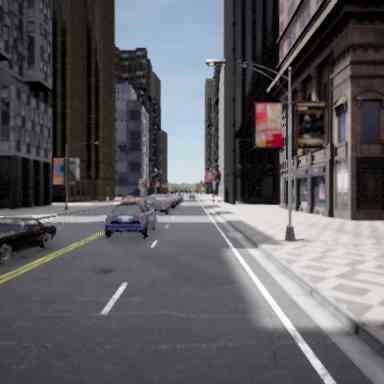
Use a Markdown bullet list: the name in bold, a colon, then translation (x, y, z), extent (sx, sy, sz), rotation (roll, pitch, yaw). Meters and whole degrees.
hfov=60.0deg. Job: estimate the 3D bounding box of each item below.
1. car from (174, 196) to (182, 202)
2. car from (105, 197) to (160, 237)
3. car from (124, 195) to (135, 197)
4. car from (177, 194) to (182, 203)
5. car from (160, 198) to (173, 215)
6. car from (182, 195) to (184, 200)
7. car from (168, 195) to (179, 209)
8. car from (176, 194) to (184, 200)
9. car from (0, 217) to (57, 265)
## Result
- **car**: translation (-3.252, 1.558, 77.866), extent (1.895, 1.301, 4.718), rotation (0, 0, 0)
- **car**: translation (-3.149, 1.332, 17.854), extent (2.097, 1.767, 4.553), rotation (0, 0, 0)
- **car**: translation (-9.819, 1.320, 51.534), extent (2.097, 1.767, 4.553), rotation (0, 0, 0)
- **car**: translation (-3.252, 1.470, 55.866), extent (2.163, 1.488, 4.792), rotation (0, 0, 0)
- **car**: translation (-3.251, 1.574, 33.865), extent (1.895, 1.301, 4.718), rotation (0, 0, 0)
- **car**: translation (-3.252, 1.466, 66.866), extent (2.163, 1.488, 4.792), rotation (0, 0, 0)
- **car**: translation (-3.251, 1.474, 44.866), extent (2.163, 1.488, 4.792), rotation (0, 0, 0)
- **car**: translation (-3.253, 1.379, 88.835), extent (2.033, 1.649, 4.856), rotation (0, 0, 0)
- **car**: translation (-6.600, 1.587, 11.739), extent (1.895, 1.301, 4.718), rotation (0, 0, 0)
